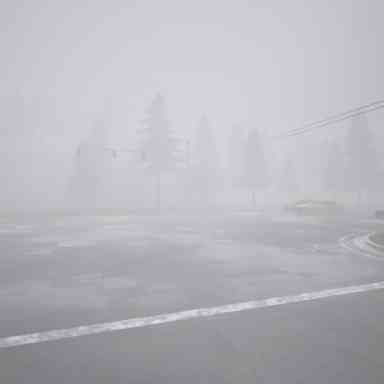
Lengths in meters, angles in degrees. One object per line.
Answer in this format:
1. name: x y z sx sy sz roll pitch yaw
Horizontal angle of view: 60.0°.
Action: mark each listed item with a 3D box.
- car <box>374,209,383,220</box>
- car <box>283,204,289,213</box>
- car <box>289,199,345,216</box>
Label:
1. car: 17.305 1.548 26.604 5.357 1.411 2.033 0 0 -17
2. car: 12.228 1.505 36.011 4.892 1.490 1.837 0 0 -17
3. car: 12.444 1.478 32.412 5.008 1.535 1.882 0 0 -17
